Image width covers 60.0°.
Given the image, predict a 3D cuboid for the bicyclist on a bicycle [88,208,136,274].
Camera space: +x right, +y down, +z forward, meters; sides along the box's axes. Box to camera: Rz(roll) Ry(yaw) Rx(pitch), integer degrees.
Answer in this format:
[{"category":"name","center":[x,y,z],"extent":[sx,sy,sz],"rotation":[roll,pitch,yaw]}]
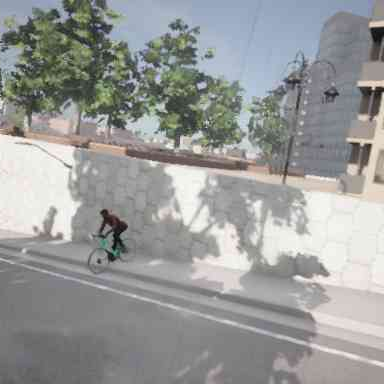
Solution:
[{"category":"bicyclist on a bicycle","center":[-2.105,1.222,8.763],"extent":[0.582,1.620,1.656],"rotation":[1,9,36]}]
